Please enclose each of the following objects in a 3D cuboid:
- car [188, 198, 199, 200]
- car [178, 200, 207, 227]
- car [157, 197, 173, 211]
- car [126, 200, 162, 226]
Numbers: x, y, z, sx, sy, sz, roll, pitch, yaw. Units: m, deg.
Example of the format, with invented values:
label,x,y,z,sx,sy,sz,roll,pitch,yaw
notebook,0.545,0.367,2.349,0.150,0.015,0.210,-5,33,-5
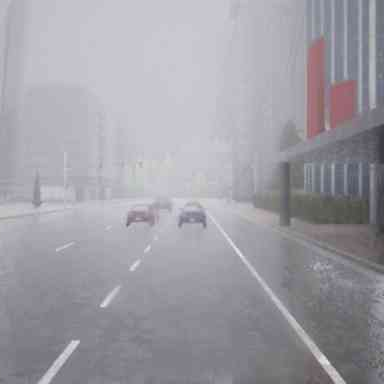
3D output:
label,x,y,z,sx,sy,sz,roll,pitch,yaw
car,0.172,1.513,40.563,1.882,1.535,5.008,0,0,3
car,0.048,1.546,22.783,1.812,1.442,4.674,0,0,1
car,-3.418,1.388,40.398,2.097,1.767,4.553,0,0,0
car,-3.390,1.546,23.316,1.812,1.442,4.674,0,0,0
